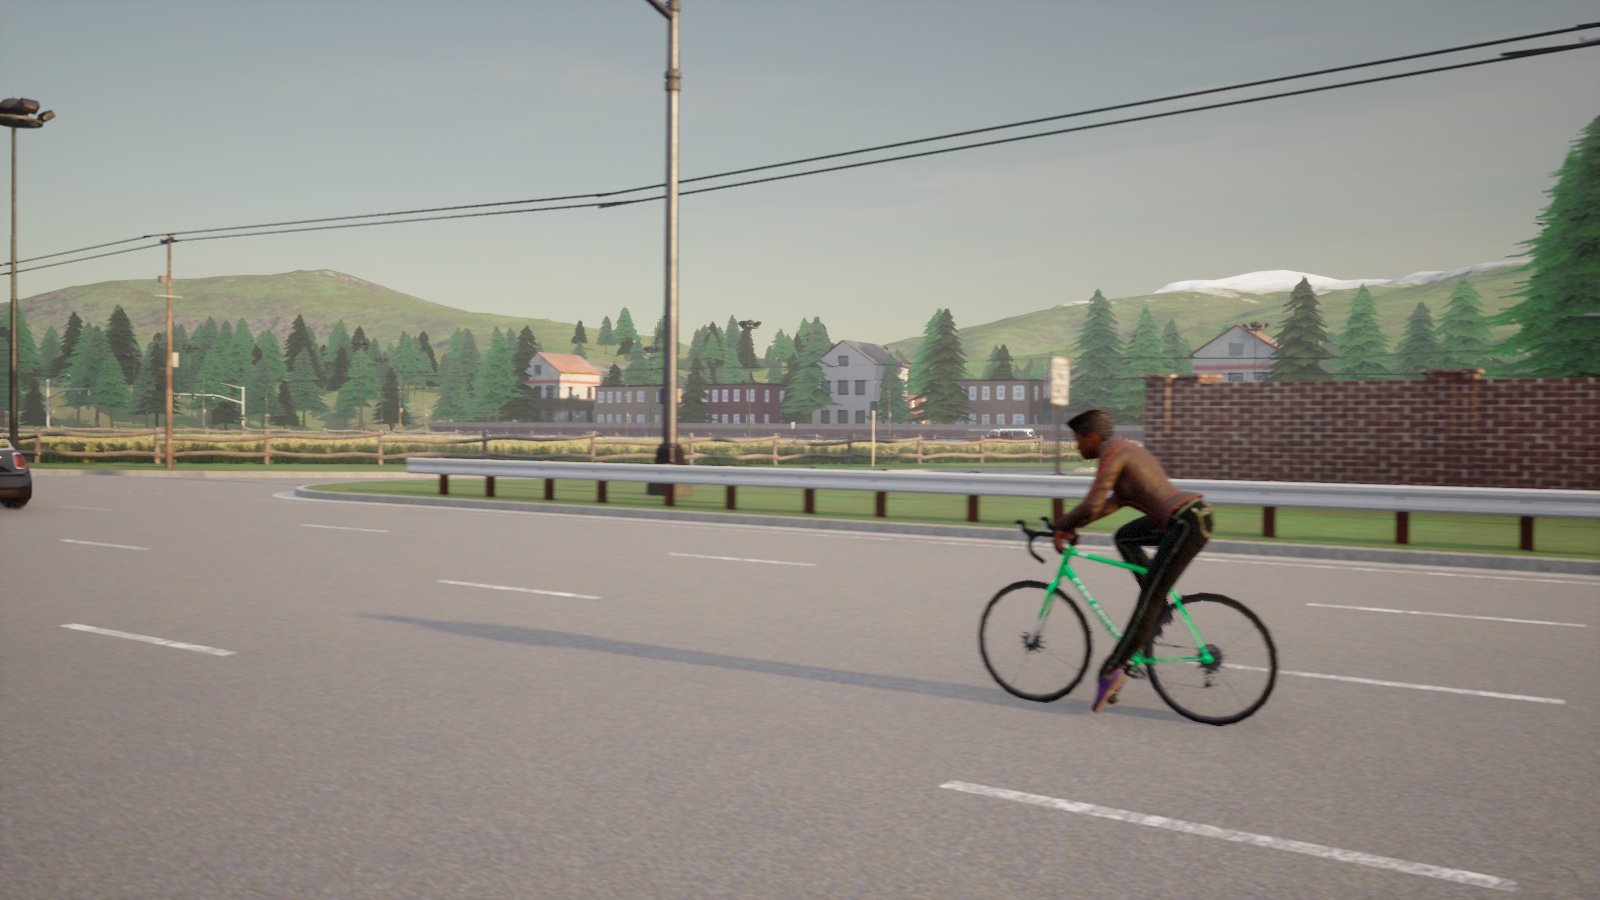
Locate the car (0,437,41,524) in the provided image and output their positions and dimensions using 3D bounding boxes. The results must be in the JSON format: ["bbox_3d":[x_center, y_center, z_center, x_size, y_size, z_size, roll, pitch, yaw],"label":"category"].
[{"bbox_3d":[-15.484,0.533,22.313,3.806,1.475,1.970,0,1,34],"label":"car"}]

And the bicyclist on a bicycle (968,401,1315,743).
[{"bbox_3d":[1.778,0.578,6.643,1.656,1.620,0.582,0,1,34],"label":"bicyclist on a bicycle"}]
